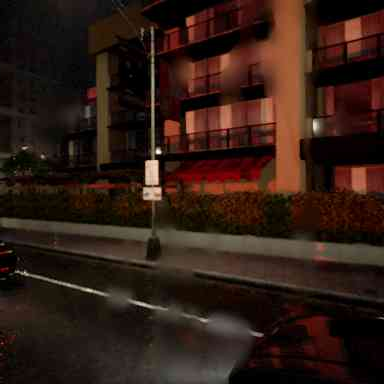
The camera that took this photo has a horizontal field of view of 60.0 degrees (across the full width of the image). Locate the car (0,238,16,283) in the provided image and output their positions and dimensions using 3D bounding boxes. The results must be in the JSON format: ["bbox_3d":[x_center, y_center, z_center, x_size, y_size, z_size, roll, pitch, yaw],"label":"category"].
[{"bbox_3d":[-6.450,1.570,8.610,4.892,1.490,1.837,0,0,35],"label":"car"}]

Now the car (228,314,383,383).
[{"bbox_3d":[2.845,1.540,2.026,5.357,1.411,2.033,0,0,35],"label":"car"}]
